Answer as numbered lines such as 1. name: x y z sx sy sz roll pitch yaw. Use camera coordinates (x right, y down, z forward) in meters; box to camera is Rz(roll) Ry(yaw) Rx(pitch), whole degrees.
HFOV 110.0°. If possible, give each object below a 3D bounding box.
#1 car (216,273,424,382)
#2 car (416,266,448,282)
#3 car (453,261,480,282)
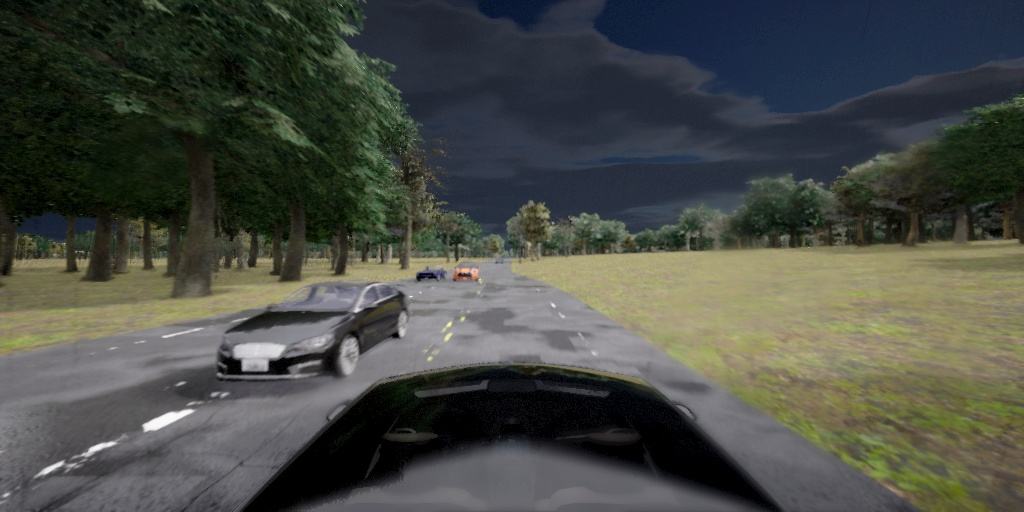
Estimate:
1. car: -3.586 1.277 7.475 2.128 1.511 4.902 0 0 0
2. car: -7.014 1.526 31.678 1.895 1.301 4.718 0 0 0
3. car: -3.966 1.280 31.634 2.097 1.767 4.553 0 0 -3
